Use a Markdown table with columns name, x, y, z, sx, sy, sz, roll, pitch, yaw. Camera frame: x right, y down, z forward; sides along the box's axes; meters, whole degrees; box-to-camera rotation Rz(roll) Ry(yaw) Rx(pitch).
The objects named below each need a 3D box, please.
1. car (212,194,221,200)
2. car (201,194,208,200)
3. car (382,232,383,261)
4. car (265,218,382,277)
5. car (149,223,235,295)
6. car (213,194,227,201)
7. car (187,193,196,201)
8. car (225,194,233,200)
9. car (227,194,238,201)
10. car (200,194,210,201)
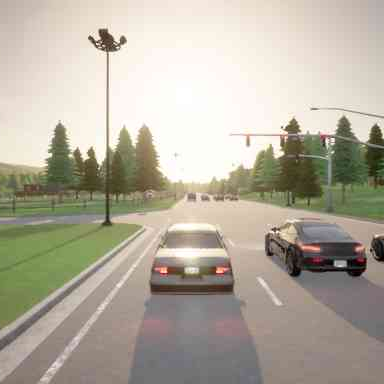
| name | x | y | z | sx | sy | sz | roll | pitch | yaw |
| --- | --- | --- | --- | --- | --- | --- | --- | --- | --- |
| car | 6.960 | 1.372 | 93.979 | 2.033 | 1.411 | 5.357 | 0 | 0 | 0 |
| car | 3.460 | 1.310 | 93.978 | 1.882 | 1.535 | 5.008 | 0 | 0 | 0 |
| car | 7.004 | 1.564 | 9.610 | 1.994 | 1.385 | 4.181 | 0 | 0 | 1 |
| car | 3.515 | 1.526 | 10.149 | 1.812 | 1.442 | 4.674 | 0 | 0 | 0 |
| car | 0.001 | 1.547 | 8.871 | 2.033 | 1.411 | 5.357 | 0 | 0 | 0 |
| car | 6.964 | 1.347 | 83.946 | 2.097 | 1.767 | 4.553 | 0 | 0 | 0 |
| car | -0.036 | 1.217 | 83.586 | 2.150 | 2.045 | 5.566 | 0 | 0 | 0 |
| car | 10.460 | 1.356 | 93.981 | 1.812 | 1.442 | 4.674 | 0 | 0 | 0 |
| car | 10.464 | 1.587 | 84.007 | 1.895 | 1.301 | 4.718 | 0 | 0 | 0 |
| car | 3.464 | 1.531 | 83.558 | 2.033 | 1.411 | 5.357 | 0 | 0 | 0 |
